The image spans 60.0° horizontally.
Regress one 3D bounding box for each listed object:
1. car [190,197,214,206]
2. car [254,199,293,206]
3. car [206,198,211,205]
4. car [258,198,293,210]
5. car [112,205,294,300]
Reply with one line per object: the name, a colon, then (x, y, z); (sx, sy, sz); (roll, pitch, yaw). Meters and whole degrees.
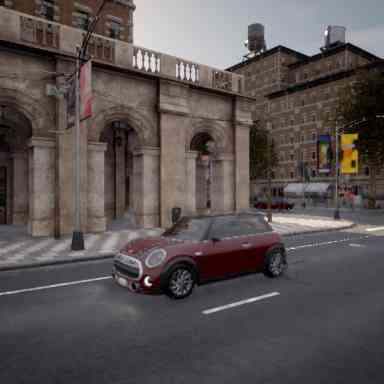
car: (1.626, 1.563, 56.790); (1.994, 1.385, 4.181); (0, 0, -36)
car: (9.689, 1.600, 39.554); (1.895, 1.301, 4.718); (0, 0, -36)
car: (1.151, 1.595, 46.040); (1.895, 1.301, 4.718); (0, 0, -36)
car: (10.974, 1.563, 43.767); (1.994, 1.385, 4.181); (0, 0, -36)
car: (0.312, 1.352, 8.545); (4.553, 1.767, 2.097); (0, 0, -36)
